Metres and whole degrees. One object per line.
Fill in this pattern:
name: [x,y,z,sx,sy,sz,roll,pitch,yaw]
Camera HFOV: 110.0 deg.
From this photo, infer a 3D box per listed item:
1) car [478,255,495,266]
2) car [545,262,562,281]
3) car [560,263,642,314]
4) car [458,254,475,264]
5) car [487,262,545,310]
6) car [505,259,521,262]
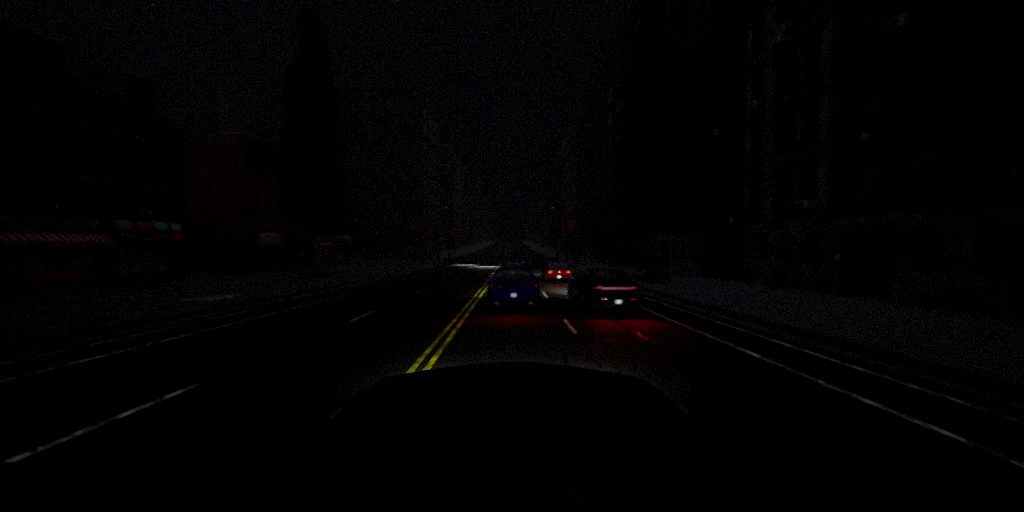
car: [-3.341,0.571,47.667,1.994,1.385,4.181,0,2,0]
car: [3.305,1.112,27.156,1.895,1.301,4.718,0,1,0]
car: [3.318,1.184,13.538,2.128,1.511,4.902,0,1,0]
car: [-6.560,0.406,52.409,2.033,1.411,5.357,0,2,1]
car: [0.071,1.163,14.451,1.882,1.535,5.008,0,0,0]
car: [0.063,0.993,29.509,1.812,1.442,4.674,0,1,0]
